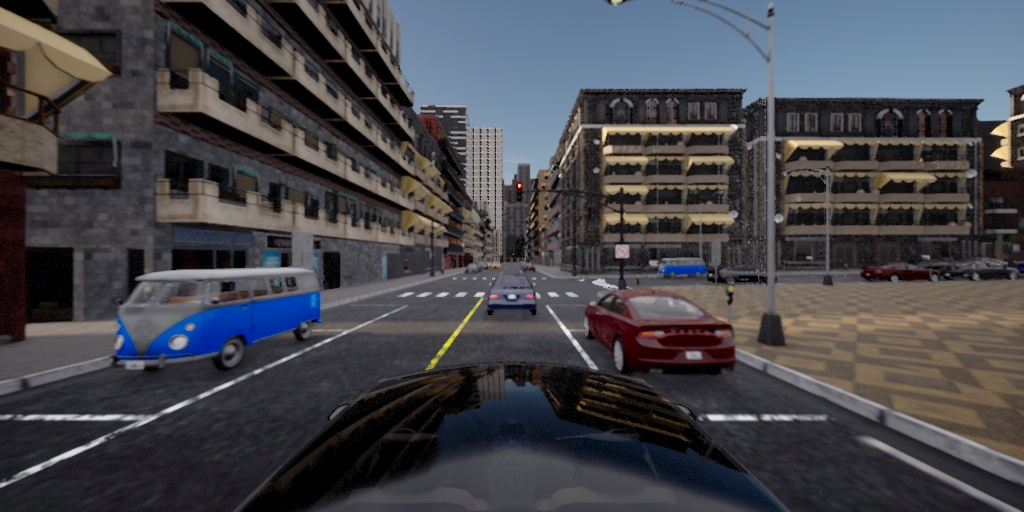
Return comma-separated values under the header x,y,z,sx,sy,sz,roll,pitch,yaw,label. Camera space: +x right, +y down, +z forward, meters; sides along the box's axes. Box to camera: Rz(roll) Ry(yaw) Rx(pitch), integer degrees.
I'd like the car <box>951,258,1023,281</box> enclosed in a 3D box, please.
x,y,z,sx,sy,sz,roll,pitch,yaw,label
32.473,1.031,24.971,4.403,1.370,2.007,0,0,-1,car

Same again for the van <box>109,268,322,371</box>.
x,y,z,sx,sy,sz,roll,pitch,yaw,label
-5.694,1.148,7.514,1.690,1.789,3.998,0,0,0,van

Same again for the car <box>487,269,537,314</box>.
x,y,z,sx,sy,sz,roll,pitch,yaw,label
0.004,1.423,14.372,2.033,1.411,5.357,0,-1,0,car

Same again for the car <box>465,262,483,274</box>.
x,y,z,sx,sy,sz,roll,pitch,yaw,label
-5.699,1.802,50.987,2.007,1.370,4.403,0,0,0,car

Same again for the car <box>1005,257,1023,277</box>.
x,y,z,sx,sy,sz,roll,pitch,yaw,label
42.028,0.814,27.779,5.008,1.535,1.882,-1,0,0,car

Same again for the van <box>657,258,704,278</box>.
x,y,z,sx,sy,sz,roll,pitch,yaw,label
15.649,1.097,33.111,3.998,1.789,1.690,0,0,-1,van

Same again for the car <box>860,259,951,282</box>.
x,y,z,sx,sy,sz,roll,pitch,yaw,label
26.904,1.113,24.891,4.507,1.381,1.888,0,0,-1,car

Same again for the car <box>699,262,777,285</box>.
x,y,z,sx,sy,sz,roll,pitch,yaw,label
15.769,1.308,24.731,4.313,1.339,1.948,0,0,-1,car

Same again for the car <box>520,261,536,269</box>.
x,y,z,sx,sy,sz,roll,pitch,yaw,label
2.680,1.750,56.511,1.967,1.591,4.097,0,0,0,car

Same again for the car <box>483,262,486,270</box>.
x,y,z,sx,sy,sz,roll,pitch,yaw,label
-5.701,1.877,56.514,1.948,1.339,4.313,0,0,0,car

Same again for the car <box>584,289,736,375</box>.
x,y,z,sx,sy,sz,roll,pitch,yaw,label
2.687,1.352,7.515,1.888,1.381,4.507,0,0,0,car
